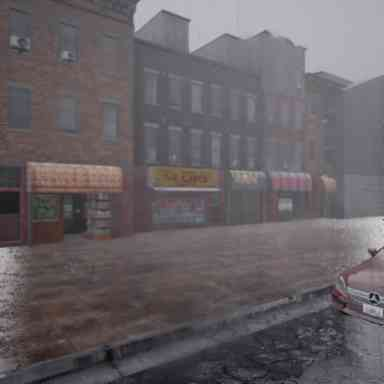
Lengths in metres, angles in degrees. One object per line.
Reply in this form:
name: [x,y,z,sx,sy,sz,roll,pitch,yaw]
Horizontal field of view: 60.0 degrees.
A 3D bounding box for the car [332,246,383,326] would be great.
car: [4.628,1.534,6.355,4.674,1.442,1.812,0,0,-35]
